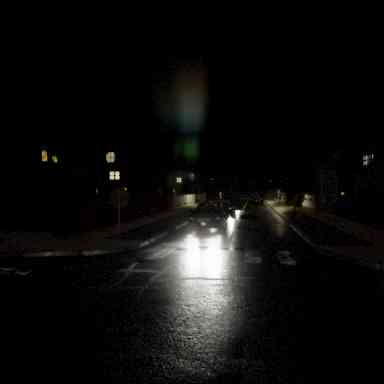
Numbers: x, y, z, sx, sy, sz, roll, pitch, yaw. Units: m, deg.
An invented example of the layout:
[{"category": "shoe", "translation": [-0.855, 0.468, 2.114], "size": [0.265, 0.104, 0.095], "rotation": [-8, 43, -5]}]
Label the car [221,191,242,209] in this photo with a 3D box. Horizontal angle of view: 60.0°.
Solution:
[{"category": "car", "translation": [4.738, 0.928, 39.785], "size": [2.150, 2.045, 5.566], "rotation": [0, 0, 11]}]

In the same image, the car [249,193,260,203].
[{"category": "car", "translation": [10.941, 1.022, 58.104], "size": [1.882, 1.535, 5.008], "rotation": [0, 0, 10]}]

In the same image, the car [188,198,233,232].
[{"category": "car", "translation": [1.033, 1.354, 19.414], "size": [2.128, 1.511, 4.902], "rotation": [0, 0, 11]}]

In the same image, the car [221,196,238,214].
[{"category": "car", "translation": [2.825, 1.314, 29.285], "size": [1.812, 1.442, 4.674], "rotation": [0, 0, 11]}]

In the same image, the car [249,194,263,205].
[{"category": "car", "translation": [9.273, 1.186, 48.280], "size": [1.994, 1.385, 4.181], "rotation": [0, 0, 9]}]
